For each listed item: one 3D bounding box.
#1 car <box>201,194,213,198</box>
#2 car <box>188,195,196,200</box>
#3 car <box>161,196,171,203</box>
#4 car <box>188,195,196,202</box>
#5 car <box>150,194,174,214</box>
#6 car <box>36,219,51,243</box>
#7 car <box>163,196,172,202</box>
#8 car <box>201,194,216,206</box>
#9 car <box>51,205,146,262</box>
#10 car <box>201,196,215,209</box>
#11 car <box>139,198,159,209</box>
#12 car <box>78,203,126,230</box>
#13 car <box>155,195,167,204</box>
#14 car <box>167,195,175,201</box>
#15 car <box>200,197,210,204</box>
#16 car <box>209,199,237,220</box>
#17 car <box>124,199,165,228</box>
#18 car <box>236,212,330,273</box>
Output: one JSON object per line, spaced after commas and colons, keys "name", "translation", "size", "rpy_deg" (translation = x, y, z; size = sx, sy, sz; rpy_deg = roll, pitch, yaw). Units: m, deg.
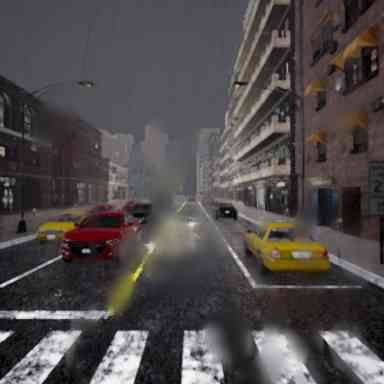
{"name": "car", "translation": [2.685, 1.441, 50.180], "size": [1.967, 1.590, 4.097], "rpy_deg": [0, 0, 0]}
{"name": "car", "translation": [-0.020, 1.484, 90.079], "size": [2.033, 1.411, 5.357], "rpy_deg": [0, 0, 0]}
{"name": "car", "translation": [-5.703, 1.577, 72.968], "size": [1.947, 1.339, 4.313], "rpy_deg": [0, 0, 0]}
{"name": "car", "translation": [-0.018, 1.568, 79.655], "size": [2.033, 1.411, 5.357], "rpy_deg": [0, 0, 0]}
{"name": "car", "translation": [-3.088, 1.202, 35.942], "size": [2.150, 2.045, 5.566], "rpy_deg": [0, 0, 0]}
{"name": "car", "translation": [-5.687, 1.496, 15.832], "size": [1.752, 1.417, 4.829], "rpy_deg": [1, 0, 0]}
{"name": "car", "translation": [-5.705, 1.601, 78.665], "size": [1.802, 1.307, 4.206], "rpy_deg": [0, 0, 0]}
{"name": "car", "translation": [2.684, 1.321, 55.878], "size": [2.192, 1.841, 5.009], "rpy_deg": [0, 0, 0]}
{"name": "car", "translation": [-3.099, 1.454, 12.239], "size": [1.882, 1.535, 5.008], "rpy_deg": [0, 0, 0]}
{"name": "car", "translation": [2.686, 1.547, 44.483], "size": [2.008, 1.369, 4.403], "rpy_deg": [0, 0, 0]}
{"name": "car", "translation": [-5.695, 1.530, 44.486], "size": [2.008, 1.369, 4.403], "rpy_deg": [0, 0, 0]}
{"name": "car", "translation": [-5.688, 1.515, 21.700], "size": [1.887, 1.381, 4.507], "rpy_deg": [1, 0, 0]}
{"name": "car", "translation": [-5.698, 1.436, 61.576], "size": [1.967, 1.590, 4.097], "rpy_deg": [0, 0, 0]}
{"name": "car", "translation": [-5.708, 1.606, 90.059], "size": [1.947, 1.339, 4.313], "rpy_deg": [0, 0, 0]}
{"name": "car", "translation": [2.679, 1.602, 67.271], "size": [1.802, 1.307, 4.206], "rpy_deg": [0, 0, 0]}
{"name": "car", "translation": [2.690, 1.554, 27.393], "size": [1.947, 1.339, 4.313], "rpy_deg": [0, 0, 0]}
{"name": "car", "translation": [-3.100, 1.481, 22.056], "size": [1.837, 1.490, 4.892], "rpy_deg": [0, 0, 0]}
{"name": "car", "translation": [2.696, 1.514, 10.474], "size": [1.752, 1.417, 4.829], "rpy_deg": [1, 0, 0]}
